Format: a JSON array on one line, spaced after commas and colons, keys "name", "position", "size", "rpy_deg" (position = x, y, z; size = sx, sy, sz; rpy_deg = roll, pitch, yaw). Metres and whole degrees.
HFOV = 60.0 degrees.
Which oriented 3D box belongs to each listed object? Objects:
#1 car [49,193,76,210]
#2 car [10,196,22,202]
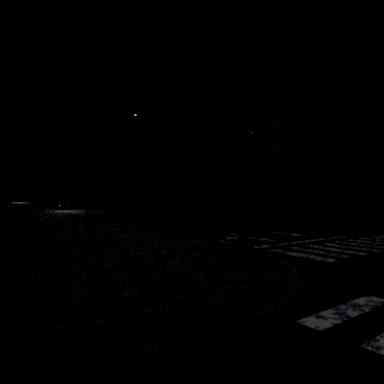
[{"name": "car", "position": [-16.666, 1.216, 42.582], "size": [2.150, 2.045, 5.566], "rpy_deg": [1, 0, -36]}, {"name": "car", "position": [-38.945, 1.590, 73.665], "size": [1.895, 1.301, 4.718], "rpy_deg": [1, -1, -36]}]
